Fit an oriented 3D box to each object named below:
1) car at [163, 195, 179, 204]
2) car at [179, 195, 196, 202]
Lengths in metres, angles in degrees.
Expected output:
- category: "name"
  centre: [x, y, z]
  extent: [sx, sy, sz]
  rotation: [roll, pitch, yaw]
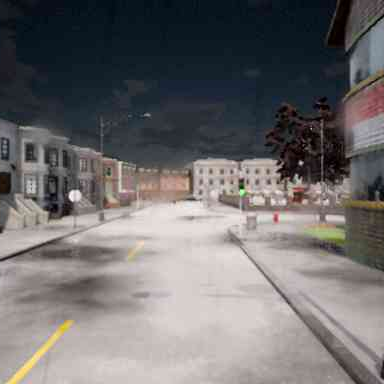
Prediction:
- category: "car"
  centre: [-4.060, 1.301, 60.582]
  extent: [2.097, 1.767, 4.553]
  rotation: [0, 0, 1]
- category: "car"
  centre: [-1.192, 1.511, 76.833]
  extent: [2.097, 1.767, 4.553]
  rotation: [0, 0, 40]
